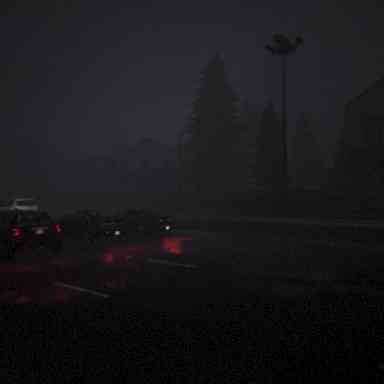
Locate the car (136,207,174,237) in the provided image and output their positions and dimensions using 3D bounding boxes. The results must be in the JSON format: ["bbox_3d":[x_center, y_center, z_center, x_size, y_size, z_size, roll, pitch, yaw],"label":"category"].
[{"bbox_3d":[-3.265,1.652,19.107,4.892,1.490,1.837,0,0,36],"label":"car"}]

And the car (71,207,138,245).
[{"bbox_3d":[-5.295,1.637,16.256,4.902,1.511,2.128,-1,0,36],"label":"car"}]

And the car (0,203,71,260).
[{"bbox_3d":[-7.265,1.494,13.362,4.553,1.767,2.097,-1,-1,36],"label":"car"}]

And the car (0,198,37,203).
[{"bbox_3d":[-14.722,1.518,27.259,5.566,2.045,2.150,0,0,36],"label":"car"}]
